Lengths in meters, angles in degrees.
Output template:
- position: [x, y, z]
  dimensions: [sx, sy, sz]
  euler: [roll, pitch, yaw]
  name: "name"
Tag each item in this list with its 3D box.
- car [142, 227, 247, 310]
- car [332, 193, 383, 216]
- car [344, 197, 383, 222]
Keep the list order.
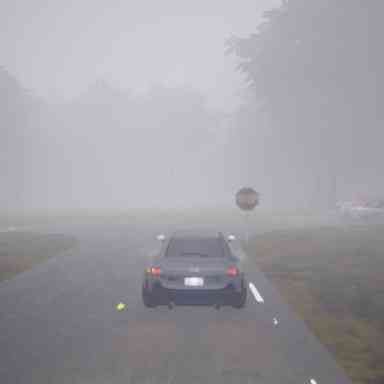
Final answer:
- position: [0.093, 1.510, 7.783]
  dimensions: [1.994, 1.385, 4.181]
  euler: [0, 0, 2]
  name: "car"
- position: [12.616, 0.904, 24.092]
  dimensions: [4.553, 1.767, 2.097]
  euler: [-1, 1, 0]
  name: "car"
- position: [12.722, 1.205, 21.366]
  dimensions: [4.718, 1.301, 1.895]
  euler: [-1, 1, 2]
  name: "car"
